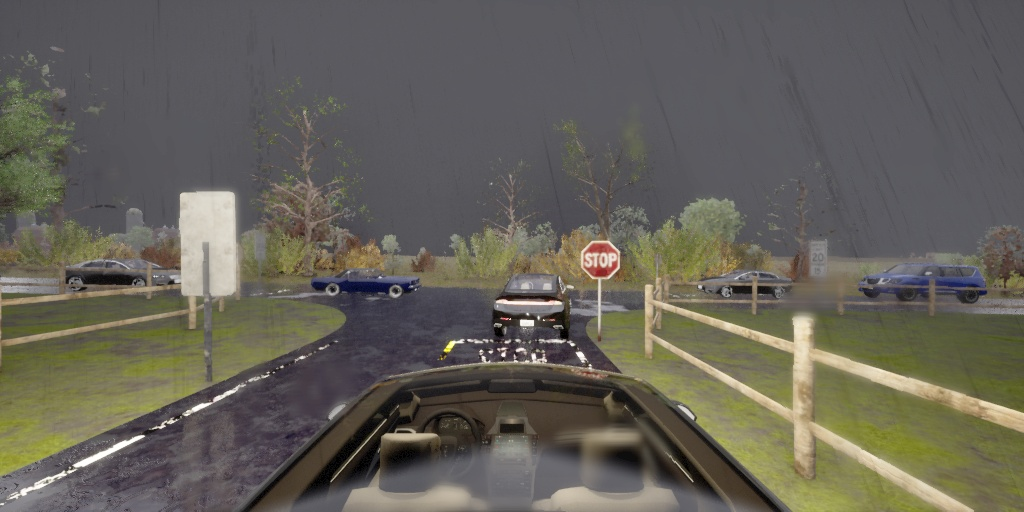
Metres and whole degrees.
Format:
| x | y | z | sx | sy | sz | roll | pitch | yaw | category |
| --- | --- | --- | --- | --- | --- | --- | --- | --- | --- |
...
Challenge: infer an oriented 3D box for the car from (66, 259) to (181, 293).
| x | y | z | sx | sy | sz | roll | pitch | yaw | category |
| --- | --- | --- | --- | --- | --- | --- | --- | --- | --- |
| -18.481 | 0.886 | 17.225 | 4.902 | 1.511 | 2.128 | 1 | 1 | 0 | car |

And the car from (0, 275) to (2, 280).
| x | y | z | sx | sy | sz | roll | pitch | yaw | category |
| --- | --- | --- | --- | --- | --- | --- | --- | --- | --- |
| -27.784 | 0.718 | 17.238 | 4.674 | 1.442 | 1.812 | 1 | 1 | 0 | car |

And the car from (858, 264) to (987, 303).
| x | y | z | sx | sy | sz | roll | pitch | yaw | category |
| --- | --- | --- | --- | --- | --- | --- | --- | --- | --- |
| 22.910 | 1.467 | 20.099 | 5.566 | 2.045 | 2.150 | 1 | 1 | 0 | car |

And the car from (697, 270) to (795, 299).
| x | y | z | sx | sy | sz | roll | pitch | yaw | category |
| --- | --- | --- | --- | --- | --- | --- | --- | --- | --- |
| 13.015 | 1.526 | 20.116 | 4.902 | 1.511 | 2.128 | 1 | 1 | 0 | car |

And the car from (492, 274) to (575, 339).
| x | y | z | sx | sy | sz | roll | pitch | yaw | category |
| --- | --- | --- | --- | --- | --- | --- | --- | --- | --- |
| 0.711 | 1.240 | 10.165 | 2.128 | 1.511 | 4.902 | 0 | 0 | 9 | car |

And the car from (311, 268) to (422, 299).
| x | y | z | sx | sy | sz | roll | pitch | yaw | category |
| --- | --- | --- | --- | --- | --- | --- | --- | --- | --- |
| -6.813 | 1.249 | 17.201 | 4.718 | 1.301 | 1.895 | 1 | 1 | 0 | car |
